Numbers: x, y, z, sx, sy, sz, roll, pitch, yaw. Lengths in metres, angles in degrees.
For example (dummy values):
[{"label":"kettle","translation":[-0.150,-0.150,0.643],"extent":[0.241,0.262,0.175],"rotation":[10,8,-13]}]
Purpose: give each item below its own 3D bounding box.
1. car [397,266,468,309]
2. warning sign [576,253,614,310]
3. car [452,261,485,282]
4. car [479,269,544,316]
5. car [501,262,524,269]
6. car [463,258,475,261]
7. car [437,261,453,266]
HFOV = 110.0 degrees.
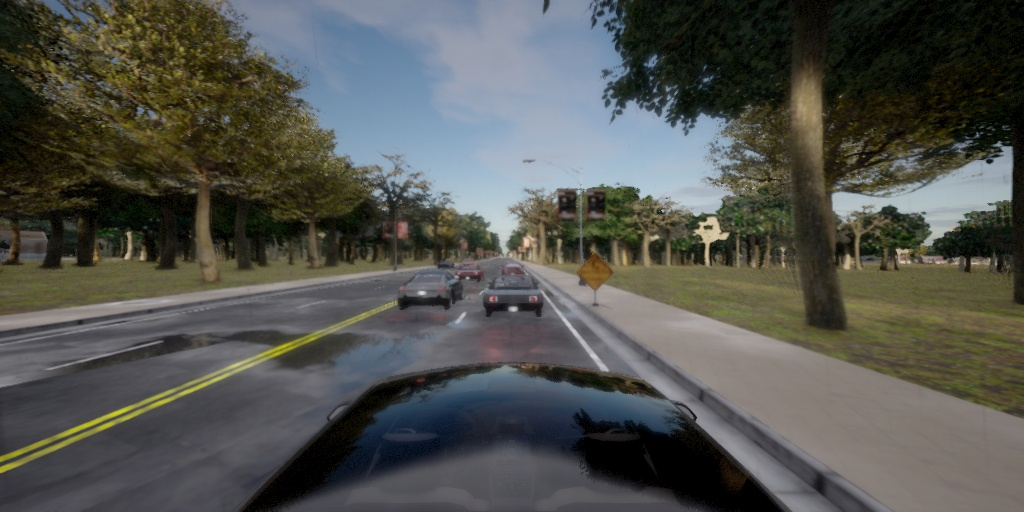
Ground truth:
[{"label":"car","translation":[-3.178,1.278,14.707],"extent":[1.994,1.385,4.181],"rotation":[0,0,0]},{"label":"warning sign","translation":[2.850,0.836,12.266],"extent":[1.300,1.860,1.060],"rotation":[0,0,0]},{"label":"car","translation":[-3.187,1.297,28.122],"extent":[1.895,1.301,4.718],"rotation":[0,0,0]},{"label":"car","translation":[0.062,1.319,13.087],"extent":[1.895,1.301,4.718],"rotation":[0,0,0]},{"label":"car","translation":[0.074,1.222,30.587],"extent":[1.812,1.442,4.674],"rotation":[0,0,0]},{"label":"car","translation":[-6.565,1.098,53.996],"extent":[2.097,1.767,4.553],"rotation":[0,0,0]},{"label":"car","translation":[-9.819,1.346,53.231],"extent":[1.895,1.301,4.718],"rotation":[0,0,0]}]
